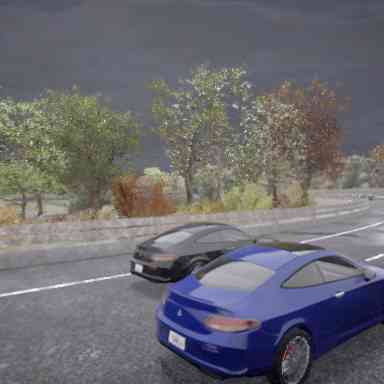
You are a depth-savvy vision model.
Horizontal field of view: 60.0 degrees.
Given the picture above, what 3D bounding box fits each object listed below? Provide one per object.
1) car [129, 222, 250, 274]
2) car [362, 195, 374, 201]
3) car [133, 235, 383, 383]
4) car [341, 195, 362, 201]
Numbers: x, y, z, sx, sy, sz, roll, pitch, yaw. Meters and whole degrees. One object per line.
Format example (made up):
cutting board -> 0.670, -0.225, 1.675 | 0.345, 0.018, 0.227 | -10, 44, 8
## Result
car -> 0.605, 1.541, 8.893 | 4.674, 1.442, 1.812 | 0, 0, -38
car -> 43.295, 1.457, 82.847 | 1.882, 1.535, 5.008 | 0, 0, 2
car -> 1.634, 1.531, 5.256 | 4.674, 1.442, 1.812 | 0, 0, -38
car -> 39.806, 1.495, 83.125 | 1.837, 1.490, 4.892 | 0, 0, 2
